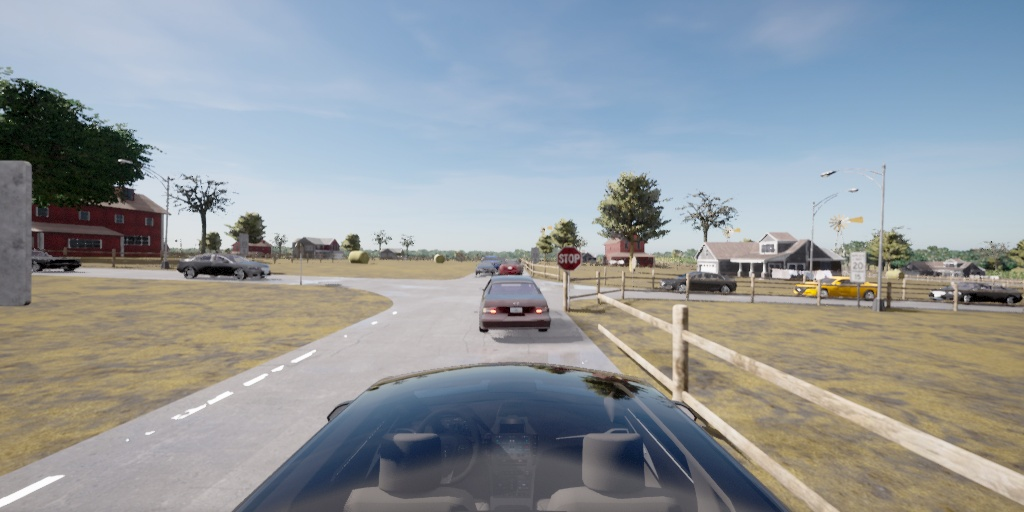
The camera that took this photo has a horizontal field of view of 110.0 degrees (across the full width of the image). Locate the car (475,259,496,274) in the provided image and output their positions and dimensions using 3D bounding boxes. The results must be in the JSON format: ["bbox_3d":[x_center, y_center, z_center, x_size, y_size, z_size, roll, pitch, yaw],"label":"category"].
[{"bbox_3d":[-2.831,1.305,38.351,1.812,1.442,4.674,0,0,0],"label":"car"}]

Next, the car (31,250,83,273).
[{"bbox_3d":[-29.200,0.306,21.620,4.718,1.301,1.895,2,0,0],"label":"car"}]

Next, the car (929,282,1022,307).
[{"bbox_3d":[31.682,2.564,24.600,4.902,1.511,2.128,2,0,0],"label":"car"}]

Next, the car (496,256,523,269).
[{"bbox_3d":[-0.044,1.128,35.126,2.097,1.767,4.553,0,0,4],"label":"car"}]

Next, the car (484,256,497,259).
[{"bbox_3d":[-2.813,1.011,48.314,2.150,2.045,5.566,0,0,0],"label":"car"}]

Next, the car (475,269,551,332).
[{"bbox_3d":[-0.029,1.303,10.822,2.033,1.411,5.357,0,0,-3],"label":"car"}]

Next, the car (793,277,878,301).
[{"bbox_3d":[22.206,2.164,24.599,5.008,1.535,1.882,2,0,0],"label":"car"}]

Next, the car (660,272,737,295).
[{"bbox_3d":[12.693,1.813,24.543,4.892,1.490,1.837,2,0,-2],"label":"car"}]

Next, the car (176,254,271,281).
[{"bbox_3d":[-17.245,0.639,21.623,4.902,1.511,2.128,2,0,0],"label":"car"}]

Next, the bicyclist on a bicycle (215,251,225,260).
[{"bbox_3d":[-22.604,0.417,27.605,0.582,1.620,1.656,2,0,0],"label":"bicyclist on a bicycle"}]
